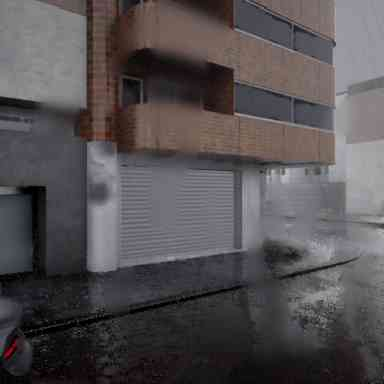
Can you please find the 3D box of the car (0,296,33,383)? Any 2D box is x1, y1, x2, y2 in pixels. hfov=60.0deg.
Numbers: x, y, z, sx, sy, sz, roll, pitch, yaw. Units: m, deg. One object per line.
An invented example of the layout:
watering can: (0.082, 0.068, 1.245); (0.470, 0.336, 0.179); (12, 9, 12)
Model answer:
car: (-3.670, 1.505, 1.987); (4.892, 1.490, 1.837); (0, 0, -36)
